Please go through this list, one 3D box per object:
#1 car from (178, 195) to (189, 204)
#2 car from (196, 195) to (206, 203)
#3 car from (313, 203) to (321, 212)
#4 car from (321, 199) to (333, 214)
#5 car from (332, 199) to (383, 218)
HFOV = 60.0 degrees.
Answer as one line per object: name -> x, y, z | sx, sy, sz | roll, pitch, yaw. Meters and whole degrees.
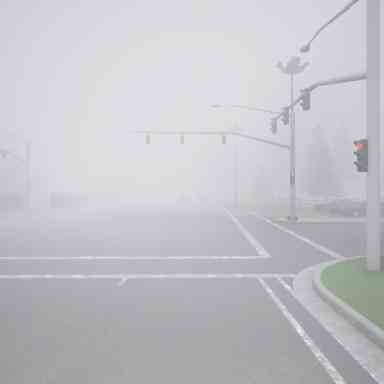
car -> -1.629, 1.351, 64.134 | 2.097, 1.767, 4.553 | 0, 0, 0
car -> 1.894, 1.504, 68.279 | 1.837, 1.490, 4.892 | 0, 0, 0
car -> 15.797, 1.478, 36.181 | 5.008, 1.535, 1.882 | 0, 0, -1
car -> 15.635, 1.601, 32.678 | 4.718, 1.301, 1.895 | 0, 0, -1
car -> 15.374, 1.505, 29.175 | 4.892, 1.490, 1.837 | 0, 0, -1
